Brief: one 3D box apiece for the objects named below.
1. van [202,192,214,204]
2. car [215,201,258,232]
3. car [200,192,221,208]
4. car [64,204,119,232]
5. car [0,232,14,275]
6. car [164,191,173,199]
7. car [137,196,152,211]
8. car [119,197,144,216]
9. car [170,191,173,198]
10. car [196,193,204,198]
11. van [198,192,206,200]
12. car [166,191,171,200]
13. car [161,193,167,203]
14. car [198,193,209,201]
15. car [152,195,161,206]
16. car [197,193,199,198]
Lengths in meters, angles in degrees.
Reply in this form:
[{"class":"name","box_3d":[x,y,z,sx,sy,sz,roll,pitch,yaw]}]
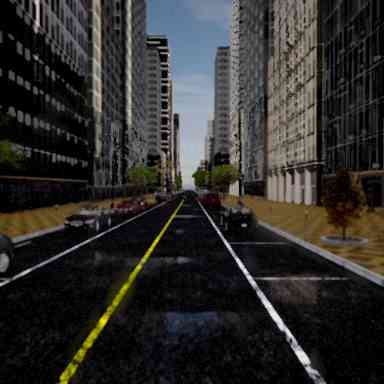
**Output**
[{"class":"van","box_3d":[2.450,0.988,52.946,1.690,1.788,3.998,-1,0,0]},{"class":"car","box_3d":[2.603,1.424,18.846,2.008,1.369,4.403,-1,0,0]},{"class":"car","box_3d":[2.500,1.038,41.578,2.192,1.841,5.009,-1,0,0]},{"class":"car","box_3d":[-5.778,1.429,18.809,2.008,1.369,4.403,-1,0,0]},{"class":"car","box_3d":[-5.728,1.504,7.442,2.008,1.369,4.403,-1,0,0]},{"class":"car","box_3d":[-6.082,0.736,87.009,2.192,1.841,5.009,-1,0,0]},{"class":"car","box_3d":[-5.854,1.206,35.858,1.967,1.590,4.097,-1,0,0]},{"class":"car","box_3d":[-5.828,1.385,30.176,1.802,1.307,4.206,-1,0,0]},{"class":"car","box_3d":[-6.055,0.900,81.326,1.967,1.590,4.097,-1,0,0]},{"class":"car","box_3d":[2.276,0.927,92.731,2.008,1.369,4.403,-1,0,0]},{"class":"van","box_3d":[2.349,0.834,75.679,1.690,1.788,3.998,-1,0,0]},{"class":"car","box_3d":[-6.004,1.088,69.960,2.008,1.369,4.403,-1,0,0]},{"class":"car","box_3d":[-5.954,1.180,58.593,1.947,1.339,4.313,-1,0,0]},{"class":"car","box_3d":[2.375,0.972,69.997,1.967,1.590,4.097,-1,0,0]},{"class":"car","box_3d":[-5.903,1.217,47.056,1.752,1.417,4.829,-1,0,0]},{"class":"car","box_3d":[2.426,1.049,58.630,1.967,1.590,4.097,-1,0,0]}]
